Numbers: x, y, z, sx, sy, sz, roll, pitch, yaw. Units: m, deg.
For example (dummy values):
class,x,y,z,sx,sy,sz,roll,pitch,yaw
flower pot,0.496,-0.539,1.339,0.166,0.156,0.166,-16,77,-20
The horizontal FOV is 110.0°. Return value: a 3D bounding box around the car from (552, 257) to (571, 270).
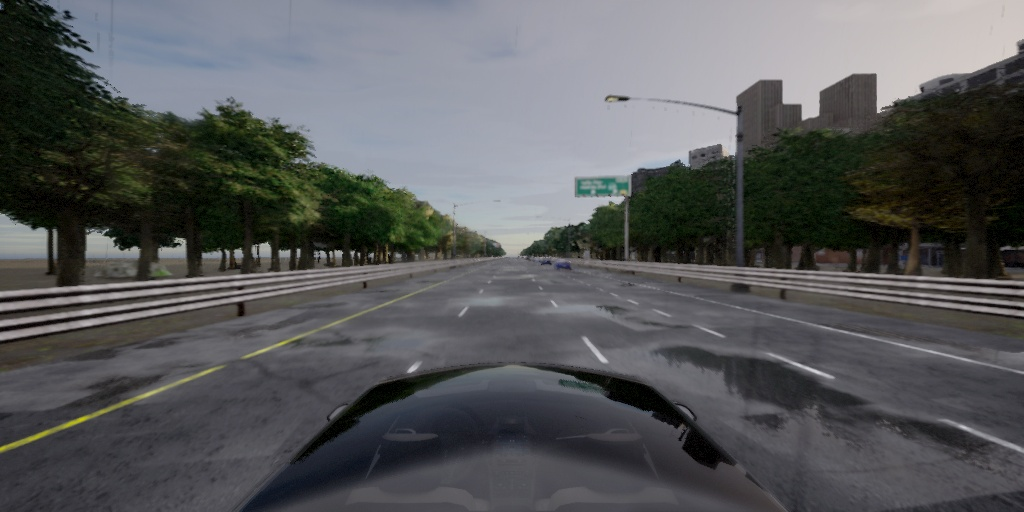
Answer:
class,x,y,z,sx,sy,sz,roll,pitch,yaw
car,7.109,1.206,50.791,1.882,1.535,5.008,0,0,0
